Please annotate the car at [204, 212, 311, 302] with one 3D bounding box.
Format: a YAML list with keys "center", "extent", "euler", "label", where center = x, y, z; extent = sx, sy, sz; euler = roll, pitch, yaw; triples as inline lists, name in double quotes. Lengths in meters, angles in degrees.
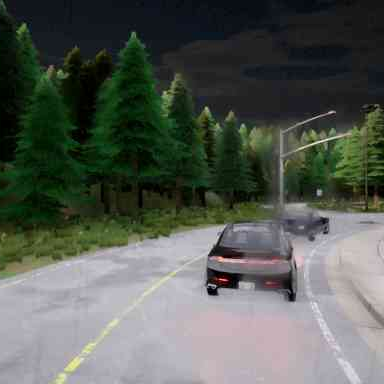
- center: [1.588, 1.492, 8.400]
  extent: [2.128, 1.511, 4.902]
  euler: [0, 0, 14]
  label: "car"

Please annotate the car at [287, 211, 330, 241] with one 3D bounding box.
- center: [5.572, 1.601, 16.836]
  extent: [1.895, 1.301, 4.718]
  euler: [0, 0, 34]
  label: "car"
